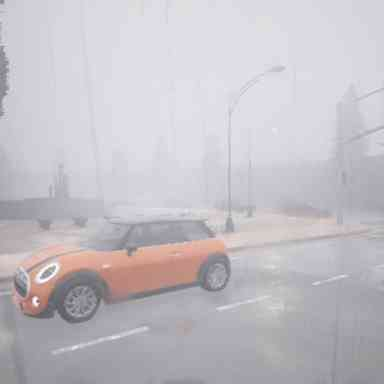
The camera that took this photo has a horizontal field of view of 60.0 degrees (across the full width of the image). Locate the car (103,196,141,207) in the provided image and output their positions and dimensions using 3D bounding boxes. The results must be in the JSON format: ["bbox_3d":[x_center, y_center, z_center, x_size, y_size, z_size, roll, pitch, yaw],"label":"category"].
[{"bbox_3d":[-10.653,1.601,50.498,4.718,1.301,1.895,0,0,25],"label":"car"}]

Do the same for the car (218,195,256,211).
[{"bbox_3d":[5.645,1.352,42.424,2.097,1.767,4.553,0,0,-42],"label":"car"}]

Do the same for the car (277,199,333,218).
[{"bbox_3d":[10.476,1.526,30.403,1.812,1.442,4.674,0,0,-35],"label":"car"}]

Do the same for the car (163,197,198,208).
[{"bbox_3d":[-1.782,1.478,49.258,5.008,1.535,1.882,0,0,35],"label":"car"}]

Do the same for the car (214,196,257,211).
[{"bbox_3d":[4.845,1.547,38.117,2.033,1.411,5.357,0,0,-38],"label":"car"}]

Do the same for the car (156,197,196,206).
[{"bbox_3d":[-2.136,1.505,45.165,4.892,1.490,1.837,0,0,38],"label":"car"}]

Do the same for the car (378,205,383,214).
[{"bbox_3d":[21.261,1.564,33.719,1.994,1.385,4.181,0,0,-38],"label":"car"}]

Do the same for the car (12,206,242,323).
[{"bbox_3d":[-1.348,1.352,7.318,4.553,1.767,2.097,0,0,-35],"label":"car"}]

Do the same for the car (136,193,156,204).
[{"bbox_3d":[-9.154,1.221,61.281,5.566,2.045,2.150,0,0,22],"label":"car"}]

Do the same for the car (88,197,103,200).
[{"bbox_3d":[-19.309,1.601,64.083,4.718,1.301,1.895,0,0,10],"label":"car"}]
